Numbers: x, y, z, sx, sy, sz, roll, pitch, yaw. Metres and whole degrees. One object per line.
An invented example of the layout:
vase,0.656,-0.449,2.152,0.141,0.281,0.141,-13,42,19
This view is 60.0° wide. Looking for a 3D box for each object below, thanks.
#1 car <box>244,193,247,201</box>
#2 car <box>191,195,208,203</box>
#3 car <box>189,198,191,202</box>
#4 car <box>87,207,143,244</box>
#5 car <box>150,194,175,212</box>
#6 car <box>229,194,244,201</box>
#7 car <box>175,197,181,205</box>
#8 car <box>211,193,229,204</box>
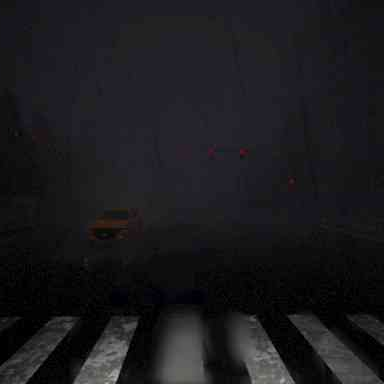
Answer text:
car,14.633,1.222,81.503,5.566,2.045,2.150,0,0,-43
car,1.892,1.349,66.501,2.097,1.767,4.553,0,0,15
car,0.972,1.520,74.680,1.812,1.442,4.674,0,0,26
car,-3.588,1.493,16.199,1.882,1.535,5.008,0,0,0
car,-3.574,1.219,38.724,2.150,2.045,5.566,0,0,0
car,10.156,1.521,81.924,1.812,1.442,4.674,0,0,44
car,-3.132,1.545,59.697,2.033,1.411,5.357,0,0,5
car,5.259,1.219,66.060,2.150,2.045,5.566,0,0,16
